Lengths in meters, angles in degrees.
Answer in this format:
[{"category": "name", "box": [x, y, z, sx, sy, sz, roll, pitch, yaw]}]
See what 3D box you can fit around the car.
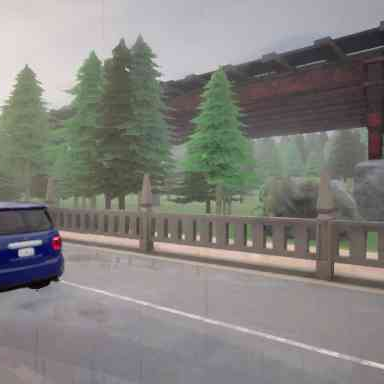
[{"category": "car", "box": [-5.351, 1.223, 7.834, 5.566, 2.045, 2.150, 0, 0, 35]}]
